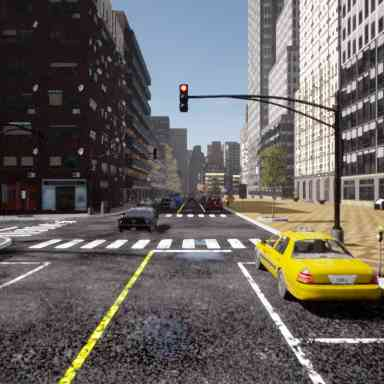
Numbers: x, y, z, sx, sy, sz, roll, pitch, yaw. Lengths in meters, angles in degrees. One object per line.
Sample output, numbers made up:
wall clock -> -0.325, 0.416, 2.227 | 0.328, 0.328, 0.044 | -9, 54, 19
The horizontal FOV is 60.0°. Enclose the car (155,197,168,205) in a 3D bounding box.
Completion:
car -> -5.720, 1.593, 62.595 | 1.887, 1.381, 4.507 | 0, 0, 0

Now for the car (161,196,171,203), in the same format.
car -> -5.724, 1.650, 73.649 | 1.802, 1.307, 4.206 | 0, 0, 0

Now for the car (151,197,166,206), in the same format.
car -> -5.717, 1.589, 57.069 | 2.008, 1.369, 4.403 | 0, 0, 0

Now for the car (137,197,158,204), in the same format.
car -> -5.710, 1.568, 40.489 | 2.008, 1.369, 4.403 | 0, 0, 0

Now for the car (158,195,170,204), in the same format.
car -> -5.723, 1.498, 68.122 | 1.967, 1.590, 4.097 | 0, 0, 0

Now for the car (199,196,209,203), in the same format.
car -> 2.656, 1.612, 73.652 | 1.887, 1.381, 4.507 | 0, 0, 0

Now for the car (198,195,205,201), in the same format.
car -> 2.649, 1.627, 90.402 | 1.752, 1.417, 4.829 | 0, 0, 0

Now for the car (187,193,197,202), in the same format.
car -> -0.032, 1.218, 79.716 | 2.150, 2.045, 5.566 | 0, 0, 0

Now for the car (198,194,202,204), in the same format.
car -> 2.659, 1.363, 62.598 | 2.192, 1.841, 5.009 | 0, 0, 0

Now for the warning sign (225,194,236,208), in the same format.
warning sign -> 5.054, 1.136, 43.750 | 1.300, 1.860, 1.060 | 0, 0, 0

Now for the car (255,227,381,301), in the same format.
car -> 2.683, 1.526, 8.250 | 1.752, 1.417, 4.829 | 0, 0, 0

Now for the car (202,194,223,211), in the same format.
car -> 2.669, 1.333, 40.493 | 2.192, 1.841, 5.009 | 0, 0, 0

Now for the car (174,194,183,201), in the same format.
car -> -3.030, 1.207, 73.845 | 1.812, 1.442, 4.674 | 0, 0, 0

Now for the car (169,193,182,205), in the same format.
car -> -3.104, 1.261, 58.367 | 2.150, 2.045, 5.566 | 0, 0, 0

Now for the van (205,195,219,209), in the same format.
van -> 2.666, 1.365, 46.019 | 1.690, 1.788, 3.998 | 0, 0, 0

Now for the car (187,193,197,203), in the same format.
car -> -0.029, 1.565, 69.268 | 1.837, 1.490, 4.892 | 0, 0, 0

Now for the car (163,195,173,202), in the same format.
car -> -5.727, 1.518, 79.176 | 1.967, 1.590, 4.097 | 0, 0, 0

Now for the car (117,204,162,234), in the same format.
car -> -3.119, 1.652, 19.996 | 1.895, 1.301, 4.718 | 0, 0, 0

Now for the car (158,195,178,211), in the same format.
car -> -3.117, 1.522, 41.476 | 1.837, 1.490, 4.892 | 0, 0, 0
